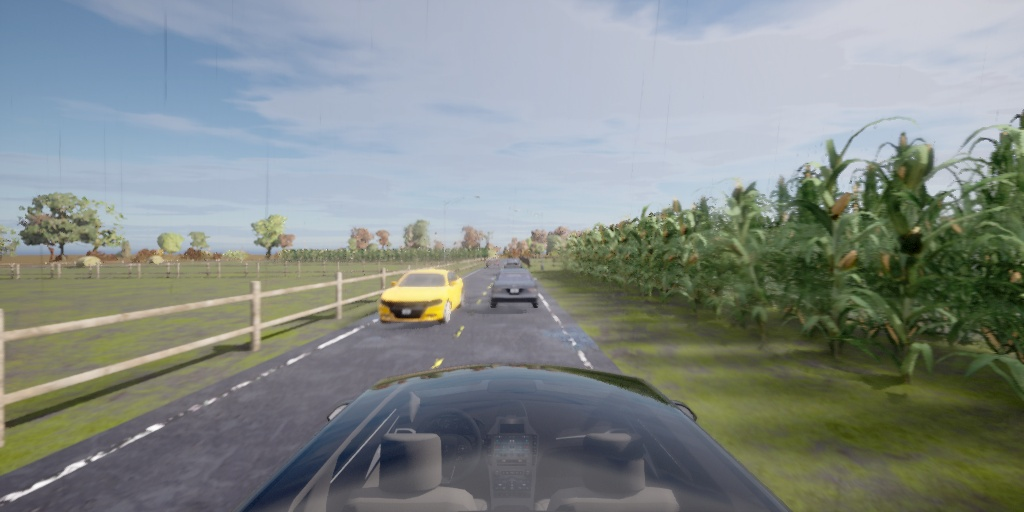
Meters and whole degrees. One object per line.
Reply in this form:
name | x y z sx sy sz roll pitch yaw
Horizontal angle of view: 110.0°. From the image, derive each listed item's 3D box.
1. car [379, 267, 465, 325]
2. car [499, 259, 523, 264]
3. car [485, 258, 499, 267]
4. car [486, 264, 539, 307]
car | -2.752 1.176 11.868 1.882 1.535 5.008 0 0 0
car | 0.096 1.064 36.529 2.128 1.511 4.902 0 0 0
car | -2.752 1.029 52.381 1.994 1.385 4.181 0 0 0
car | 0.096 1.230 14.869 2.033 1.411 5.357 0 0 0
